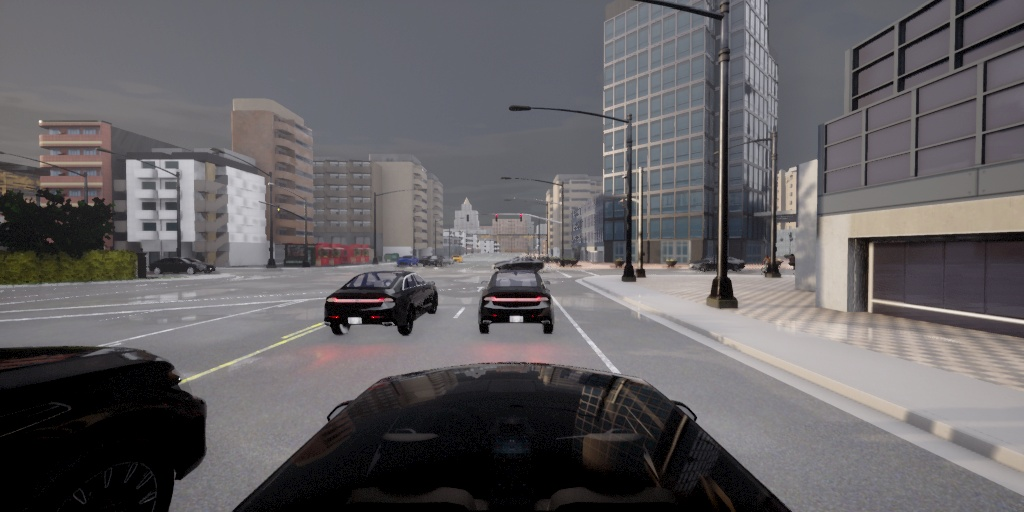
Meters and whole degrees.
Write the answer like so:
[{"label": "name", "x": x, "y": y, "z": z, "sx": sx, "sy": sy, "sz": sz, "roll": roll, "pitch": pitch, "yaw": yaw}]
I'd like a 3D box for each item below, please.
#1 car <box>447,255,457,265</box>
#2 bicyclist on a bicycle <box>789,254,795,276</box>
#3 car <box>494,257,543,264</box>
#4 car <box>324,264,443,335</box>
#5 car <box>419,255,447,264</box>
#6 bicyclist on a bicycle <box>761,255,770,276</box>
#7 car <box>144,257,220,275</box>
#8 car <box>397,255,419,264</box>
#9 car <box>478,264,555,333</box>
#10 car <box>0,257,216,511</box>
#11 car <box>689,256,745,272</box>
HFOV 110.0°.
[{"label": "car", "x": -10.493, "y": 0.715, "z": 57.221, "sx": 1.895, "sy": 1.301, "sz": 4.718, "roll": 0, "pitch": 0, "yaw": 0}, {"label": "bicyclist on a bicycle", "x": 21.106, "y": 0.633, "z": 26.649, "sx": 1.656, "sy": 1.620, "sz": 0.582, "roll": -22, "pitch": -5, "yaw": -26}, {"label": "car", "x": 0.558, "y": 0.824, "z": 33.186, "sx": 4.902, "sy": 1.511, "sz": 2.128, "roll": 0, "pitch": 1, "yaw": -19}, {"label": "car", "x": -3.390, "y": 1.154, "z": 10.175, "sx": 2.128, "sy": 1.511, "sz": 4.902, "roll": 0, "pitch": 1, "yaw": 0}, {"label": "car", "x": -10.508, "y": 0.646, "z": 47.878, "sx": 1.882, "sy": 1.535, "sz": 5.008, "roll": 0, "pitch": 0, "yaw": 0}, {"label": "bicyclist on a bicycle", "x": 19.195, "y": 0.718, "z": 26.861, "sx": 1.656, "sy": 1.620, "sz": 0.582, "roll": -1, "pitch": 1, "yaw": -23}, {"label": "car", "x": -28.710, "y": 0.859, "z": 31.295, "sx": 4.892, "sy": 1.490, "sz": 1.837, "roll": 0, "pitch": 1, "yaw": 1}, {"label": "car", "x": -14.002, "y": 0.640, "z": 48.433, "sx": 1.882, "sy": 1.535, "sz": 5.008, "roll": 0, "pitch": 0, "yaw": 0}, {"label": "car", "x": 0.113, "y": 1.153, "z": 10.369, "sx": 2.128, "sy": 1.511, "sz": 4.902, "roll": 0, "pitch": 1, "yaw": 0}, {"label": "car", "x": -3.402, "y": 0.970, "z": 0.317, "sx": 2.150, "sy": 2.045, "sz": 5.566, "roll": 0, "pitch": 0, "yaw": 0}, {"label": "car", "x": 19.677, "y": 0.772, "z": 34.508, "sx": 4.902, "sy": 1.511, "sz": 2.128, "roll": 0, "pitch": 1, "yaw": 1}]
